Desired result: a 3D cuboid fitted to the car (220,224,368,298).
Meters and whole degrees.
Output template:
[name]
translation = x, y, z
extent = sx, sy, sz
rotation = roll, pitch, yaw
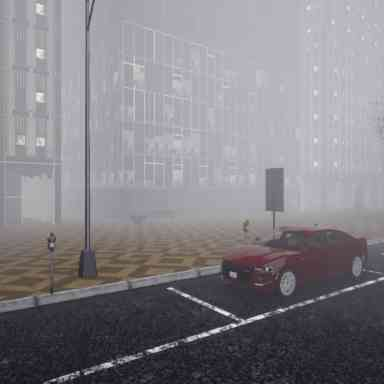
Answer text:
[car]
translation = 2.719, 1.545, 8.501
extent = 4.507, 1.381, 1.887
rotation = 0, 0, -36
